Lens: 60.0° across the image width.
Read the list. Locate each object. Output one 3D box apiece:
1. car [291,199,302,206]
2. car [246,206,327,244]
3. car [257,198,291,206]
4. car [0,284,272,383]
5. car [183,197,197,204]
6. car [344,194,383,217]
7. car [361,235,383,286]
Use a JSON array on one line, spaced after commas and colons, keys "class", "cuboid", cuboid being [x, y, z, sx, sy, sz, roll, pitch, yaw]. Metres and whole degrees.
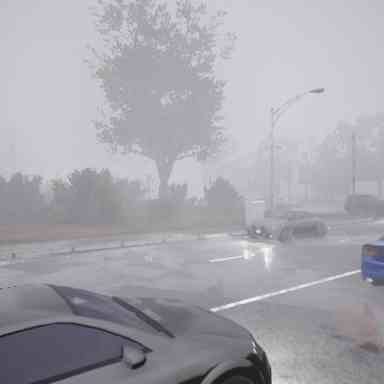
[{"class": "car", "cuboid": [12.859, 1.506, 45.597, 1.812, 1.442, 4.674, 0, 0, -33]}, {"class": "car", "cuboid": [4.552, 1.558, 15.883, 4.181, 1.385, 1.994, 0, 0, -36]}, {"class": "car", "cuboid": [10.109, 1.509, 43.403, 1.812, 1.442, 4.674, 0, 0, -32]}, {"class": "car", "cuboid": [-1.252, 1.564, 2.855, 4.181, 1.385, 1.994, 0, 0, -36]}, {"class": "car", "cuboid": [-0.904, 1.516, 60.206, 1.895, 1.301, 4.718, 0, 0, -34]}, {"class": "car", "cuboid": [16.986, 1.209, 31.246, 2.150, 2.045, 5.566, 0, 0, -21]}, {"class": "car", "cuboid": [6.126, 1.473, 8.155, 5.008, 1.535, 1.882, 0, 0, -36]}]
